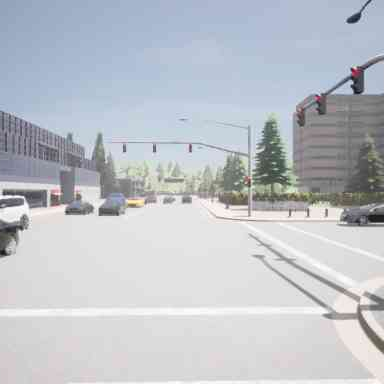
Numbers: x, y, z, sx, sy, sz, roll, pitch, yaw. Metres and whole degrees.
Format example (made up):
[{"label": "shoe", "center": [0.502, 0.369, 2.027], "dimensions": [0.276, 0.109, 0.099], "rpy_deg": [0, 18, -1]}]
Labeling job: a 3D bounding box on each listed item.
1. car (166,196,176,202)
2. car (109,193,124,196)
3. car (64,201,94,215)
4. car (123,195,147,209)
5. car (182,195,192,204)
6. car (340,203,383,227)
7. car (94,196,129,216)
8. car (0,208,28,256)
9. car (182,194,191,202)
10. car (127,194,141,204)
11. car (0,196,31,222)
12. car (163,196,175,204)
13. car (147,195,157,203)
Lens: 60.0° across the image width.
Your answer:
[{"label": "car", "center": [-4.728, 1.510, 75.301], "dimensions": [1.895, 1.301, 4.718], "rpy_deg": [0, 0, -1]}, {"label": "car", "center": [-11.477, 1.221, 50.082], "dimensions": [2.150, 2.045, 5.566], "rpy_deg": [0, 0, -1]}, {"label": "car", "center": [-11.247, 1.563, 33.503], "dimensions": [1.994, 1.385, 4.181], "rpy_deg": [0, 0, -1]}, {"label": "car", "center": [-7.928, 1.477, 46.542], "dimensions": [1.882, 1.535, 5.008], "rpy_deg": [0, 0, -1]}, {"label": "car", "center": [-0.985, 1.505, 64.990], "dimensions": [1.837, 1.490, 4.892], "rpy_deg": [0, 0, -1]}, {"label": "car", "center": [12.499, 1.492, 22.272], "dimensions": [4.902, 1.511, 2.128], "rpy_deg": [0, 0, -1]}, {"label": "car", "center": [-7.679, 1.478, 32.152], "dimensions": [1.882, 1.535, 5.008], "rpy_deg": [0, 0, -2]}, {"label": "car", "center": [-7.246, 1.477, 10.199], "dimensions": [1.882, 1.535, 5.008], "rpy_deg": [0, 0, -1]}, {"label": "car", "center": [-1.223, 1.355, 75.056], "dimensions": [2.097, 1.767, 4.553], "rpy_deg": [0, 0, -1]}, {"label": "car", "center": [-11.619, 1.387, 67.106], "dimensions": [2.097, 1.767, 4.553], "rpy_deg": [0, 0, -1]}, {"label": "car", "center": [-10.919, 1.223, 18.121], "dimensions": [2.150, 2.045, 5.566], "rpy_deg": [0, 0, -1]}, {"label": "car", "center": [-4.582, 1.547, 64.666], "dimensions": [2.033, 1.411, 5.357], "rpy_deg": [0, 0, -1]}, {"label": "car", "center": [-8.122, 1.351, 66.486], "dimensions": [2.097, 1.767, 4.553], "rpy_deg": [0, 0, 0]}]
